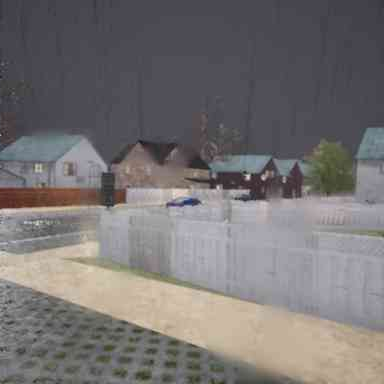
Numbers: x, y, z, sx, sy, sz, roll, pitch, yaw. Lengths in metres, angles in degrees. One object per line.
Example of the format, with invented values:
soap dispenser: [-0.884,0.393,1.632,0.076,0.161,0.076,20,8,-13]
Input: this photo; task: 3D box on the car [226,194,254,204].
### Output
car: [6.195,0.999,42.222,2.128,1.511,4.902,5,3,37]

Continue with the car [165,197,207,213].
car: [-0.210,1.187,28.222,1.882,1.535,5.008,5,3,33]
